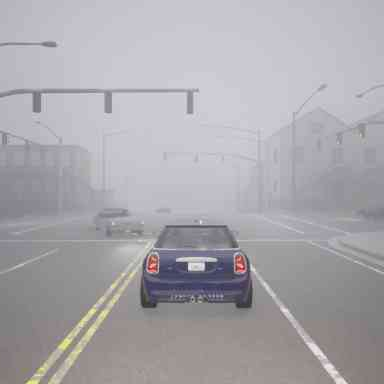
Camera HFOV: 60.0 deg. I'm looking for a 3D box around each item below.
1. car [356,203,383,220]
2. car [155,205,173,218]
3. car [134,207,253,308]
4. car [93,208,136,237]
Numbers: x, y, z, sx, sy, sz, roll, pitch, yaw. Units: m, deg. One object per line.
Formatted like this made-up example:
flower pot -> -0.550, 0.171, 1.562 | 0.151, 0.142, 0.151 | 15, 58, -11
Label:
car -> 16.633, 1.547, 27.651 | 5.357, 1.411, 2.033 | 0, 0, -1
car -> -3.551, 2.570, 42.552 | 1.895, 1.301, 4.718 | 0, -8, 0
car -> 0.094, 1.352, 8.068 | 2.097, 1.767, 4.553 | 0, 0, 0
car -> -4.049, 1.590, 18.196 | 1.895, 1.301, 4.718 | 0, 0, -26
